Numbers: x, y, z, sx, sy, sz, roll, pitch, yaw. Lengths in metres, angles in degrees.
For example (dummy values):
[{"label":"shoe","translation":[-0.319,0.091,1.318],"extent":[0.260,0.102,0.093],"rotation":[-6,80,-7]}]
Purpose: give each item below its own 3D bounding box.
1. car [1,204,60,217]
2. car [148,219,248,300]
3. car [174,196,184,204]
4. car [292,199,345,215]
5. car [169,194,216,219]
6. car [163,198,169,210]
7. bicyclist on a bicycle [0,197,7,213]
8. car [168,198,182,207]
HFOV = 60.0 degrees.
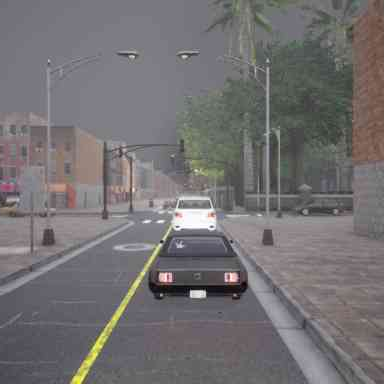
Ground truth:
[{"label":"car","translation":[-14.394,1.571,29.710],"extent":[4.829,1.417,1.752],"rotation":[0,0,0]},{"label":"car","translation":[0.114,1.603,8.371],"extent":[1.895,1.301,4.718],"rotation":[0,0,0]},{"label":"car","translation":[-2.648,1.543,68.950],"extent":[1.882,1.535,5.008],"rotation":[0,0,0]},{"label":"car","translation":[12.272,1.491,32.441],"extent":[4.892,1.490,1.837],"rotation":[0,0,0]},{"label":"car","translation":[0.134,1.230,18.136],"extent":[2.150,2.045,5.566],"rotation":[0,0,0]},{"label":"car","translation":[-2.777,1.563,44.588],"extent":[1.812,1.442,4.674],"rotation":[0,0,0]},{"label":"bicyclist on a bicycle","translation":[-20.087,1.372,35.359],"extent":[0.582,1.620,1.656],"rotation":[0,0,0]},{"label":"car","translation":[-2.753,1.650,54.876],"extent":[1.895,1.301,4.718],"rotation":[0,0,0]}]
